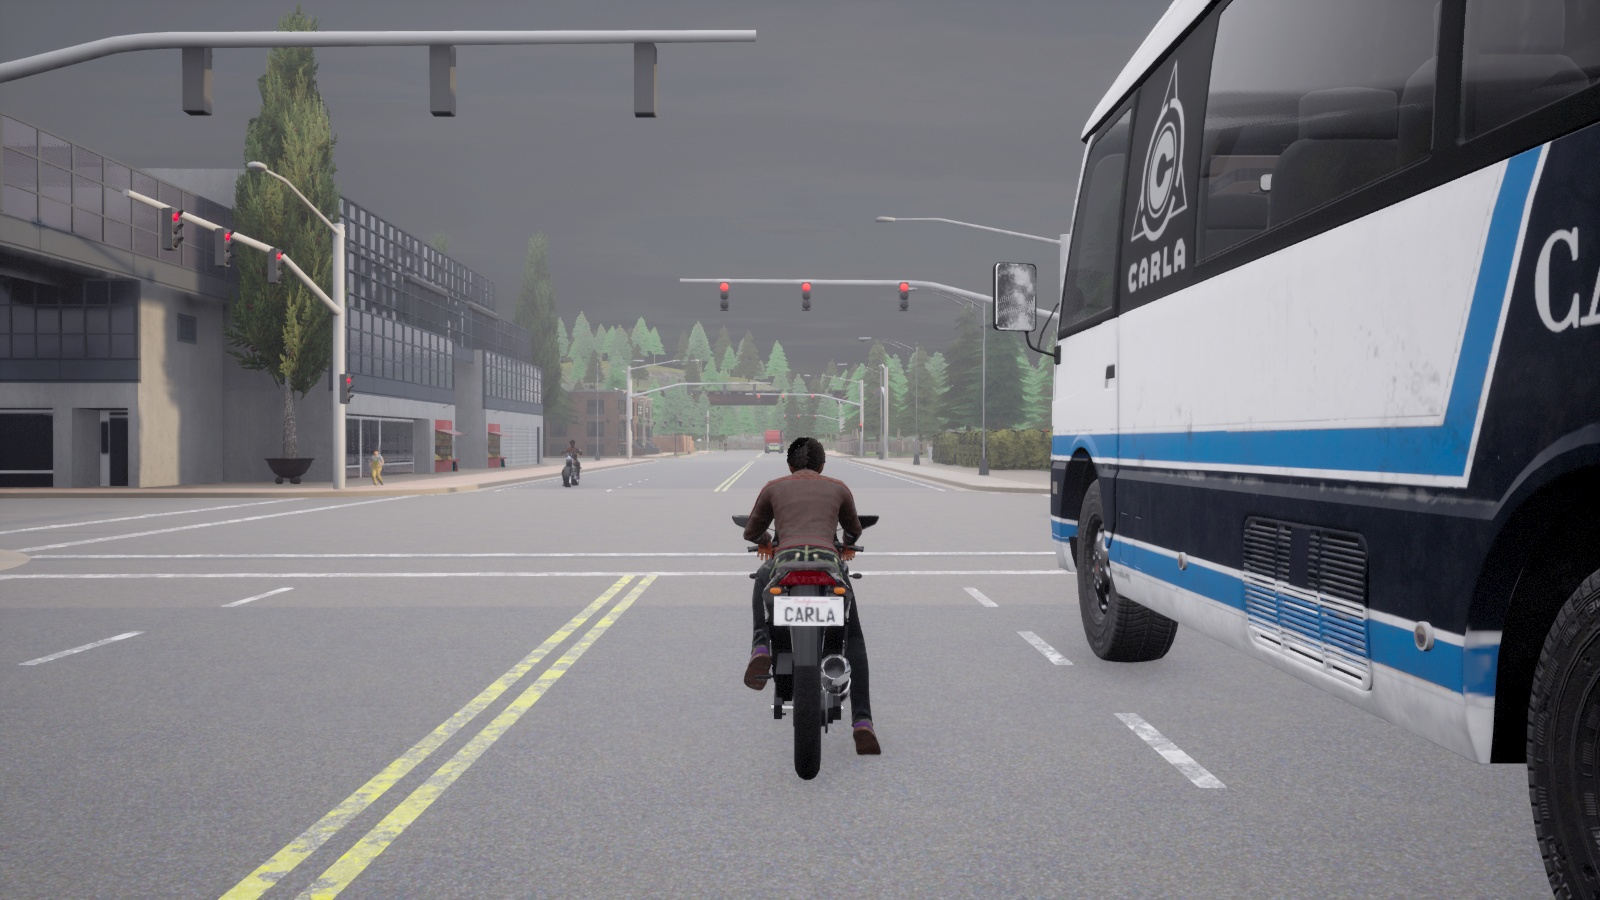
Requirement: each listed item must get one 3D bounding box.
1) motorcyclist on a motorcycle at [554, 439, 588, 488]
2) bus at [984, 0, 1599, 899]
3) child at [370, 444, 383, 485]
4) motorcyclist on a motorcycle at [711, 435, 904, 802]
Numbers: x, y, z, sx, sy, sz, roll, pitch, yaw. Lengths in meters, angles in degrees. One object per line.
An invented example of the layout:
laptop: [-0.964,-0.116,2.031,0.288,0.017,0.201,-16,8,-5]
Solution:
motorcyclist on a motorcycle: [-7.852,0.447,43.159,0.766,1.649,2.350,0,0,-1]
bus: [3.533,-0.659,5.564,3.944,4.253,10.273,0,0,0]
child: [-13.251,0.452,39.307,0.270,1.263,0.437,0,0,-3]
motorcyclist on a motorcycle: [0.030,0.693,6.236,0.797,1.523,2.044,0,0,0]
